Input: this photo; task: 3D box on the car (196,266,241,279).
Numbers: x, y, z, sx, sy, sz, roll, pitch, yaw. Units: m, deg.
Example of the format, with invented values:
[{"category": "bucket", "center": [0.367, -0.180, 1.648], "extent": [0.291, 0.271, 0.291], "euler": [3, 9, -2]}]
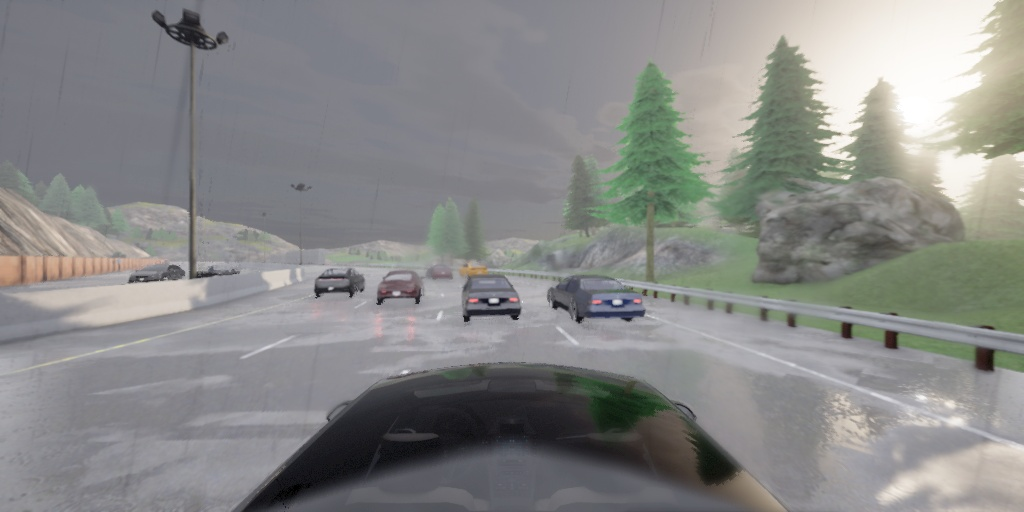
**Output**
[{"category": "car", "center": [-23.001, 1.434, 28.058], "extent": [1.895, 1.301, 4.718], "euler": [0, 0, -23]}]

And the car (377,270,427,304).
[{"category": "car", "center": [-5.202, 1.392, 17.086], "extent": [1.812, 1.442, 4.674], "euler": [0, 0, -11]}]

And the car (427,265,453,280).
[{"category": "car", "center": [-7.092, 1.540, 34.862], "extent": [1.994, 1.385, 4.181], "euler": [0, 0, -22]}]

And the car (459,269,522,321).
[{"category": "car", "center": [-0.876, 1.365, 12.912], "extent": [2.033, 1.411, 5.357], "euler": [0, 0, -8]}]

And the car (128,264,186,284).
[{"category": "car", "center": [-26.232, 1.351, 26.710], "extent": [1.837, 1.490, 4.892], "euler": [0, 0, -23]}]

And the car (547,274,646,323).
[{"category": "car", "center": [2.618, 1.342, 12.429], "extent": [2.033, 1.411, 5.357], "euler": [0, 0, -7]}]

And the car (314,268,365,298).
[{"category": "car", "center": [-9.373, 1.398, 19.791], "extent": [2.128, 1.511, 4.902], "euler": [0, 0, -14]}]

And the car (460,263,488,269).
[{"category": "car", "center": [-3.968, 1.444, 36.466], "extent": [1.882, 1.535, 5.008], "euler": [0, 0, -22]}]
